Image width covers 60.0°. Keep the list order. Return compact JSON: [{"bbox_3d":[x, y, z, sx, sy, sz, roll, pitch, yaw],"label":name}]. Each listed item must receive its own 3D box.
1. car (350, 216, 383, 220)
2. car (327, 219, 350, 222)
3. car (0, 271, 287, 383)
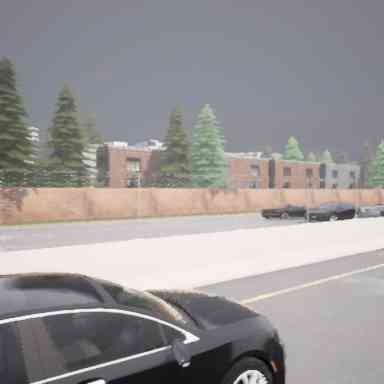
[{"bbox_3d":[12.501,1.491,21.494,4.674,1.442,1.812,0,0,-36],"label":"car"},{"bbox_3d":[10.417,1.442,24.314,5.008,1.535,1.882,0,0,-35],"label":"car"},{"bbox_3d":[-1.227,1.506,2.889,4.892,1.490,1.837,-1,0,-35],"label":"car"}]
